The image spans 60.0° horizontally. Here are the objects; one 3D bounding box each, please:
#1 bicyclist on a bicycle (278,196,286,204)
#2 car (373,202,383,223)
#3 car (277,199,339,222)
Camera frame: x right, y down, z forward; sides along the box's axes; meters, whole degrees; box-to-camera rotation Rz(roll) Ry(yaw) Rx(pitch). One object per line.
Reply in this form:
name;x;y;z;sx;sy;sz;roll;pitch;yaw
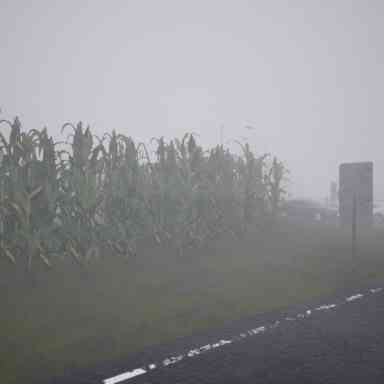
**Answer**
bicyclist on a bicycle;9.327;1.246;34.080;1.656;1.620;0.582;-1;1;-36
car;12.671;1.416;24.287;1.812;1.442;4.674;1;0;-36
car;8.643;1.310;24.813;1.837;1.490;4.892;1;0;-36
